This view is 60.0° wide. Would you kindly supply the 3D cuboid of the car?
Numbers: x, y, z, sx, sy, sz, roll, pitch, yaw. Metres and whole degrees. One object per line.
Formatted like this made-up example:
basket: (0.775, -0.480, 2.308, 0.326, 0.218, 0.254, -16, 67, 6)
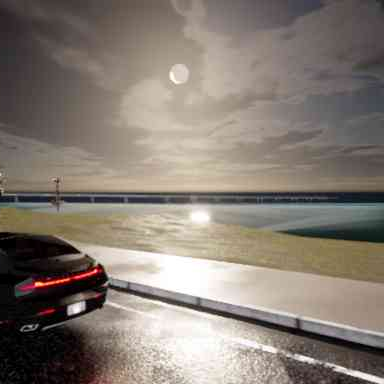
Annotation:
car: (-3.675, 1.530, 6.315, 4.892, 1.490, 1.837, -2, -1, 36)
